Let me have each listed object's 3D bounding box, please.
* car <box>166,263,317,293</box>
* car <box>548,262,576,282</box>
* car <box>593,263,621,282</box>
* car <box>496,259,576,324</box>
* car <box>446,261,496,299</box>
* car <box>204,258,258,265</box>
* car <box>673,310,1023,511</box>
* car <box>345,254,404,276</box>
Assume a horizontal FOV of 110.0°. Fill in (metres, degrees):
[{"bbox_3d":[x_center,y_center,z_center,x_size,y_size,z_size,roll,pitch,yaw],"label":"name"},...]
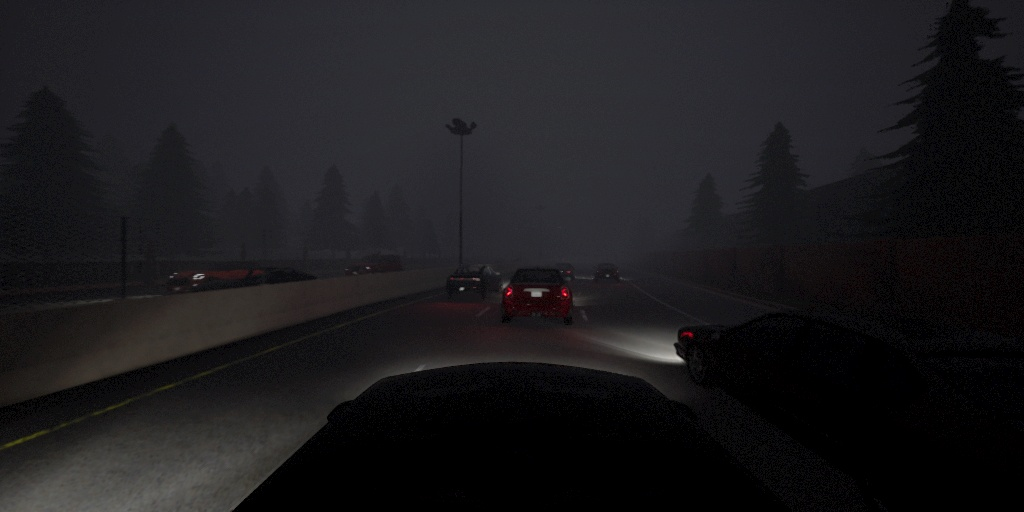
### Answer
[{"bbox_3d":[-9.657,1.183,13.792,2.128,1.511,4.902,0,0,7],"label":"car"},{"bbox_3d":[4.346,1.280,30.540,2.033,1.411,5.357,0,0,12],"label":"car"},{"bbox_3d":[7.542,1.275,28.748,1.812,1.442,4.674,0,0,12],"label":"car"},{"bbox_3d":[0.941,1.093,12.204,2.097,1.767,4.553,0,0,7],"label":"car"},{"bbox_3d":[-1.753,1.213,17.873,2.128,1.511,4.902,0,0,10],"label":"car"},{"bbox_3d":[-15.873,1.009,19.625,2.097,1.767,4.553,0,0,9],"label":"car"},{"bbox_3d":[3.677,1.311,3.856,2.033,1.411,5.357,0,0,2],"label":"car"},{"bbox_3d":[-10.653,0.893,28.278,2.150,2.045,5.566,0,0,12],"label":"car"}]
